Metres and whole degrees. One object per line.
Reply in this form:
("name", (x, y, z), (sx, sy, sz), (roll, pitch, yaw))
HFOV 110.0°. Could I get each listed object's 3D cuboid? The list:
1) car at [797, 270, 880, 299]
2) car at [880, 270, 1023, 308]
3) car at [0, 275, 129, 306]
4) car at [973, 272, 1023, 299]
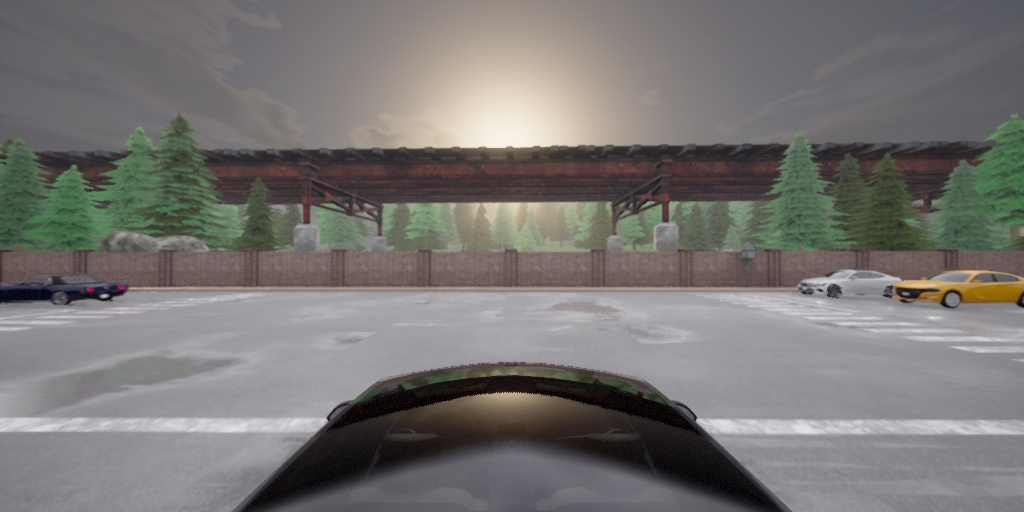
("car", (17.725, 1.432, 18.858), (4.674, 1.442, 1.812), (0, -1, 1))
("car", (19.386, 1.353, 15.359), (5.008, 1.535, 1.882), (0, -1, 1))
("car", (-20.233, 1.480, 15.845), (4.718, 1.301, 1.895), (0, -1, -1))
("car", (27.760, 1.507, 18.772), (4.718, 1.301, 1.895), (0, -1, 1))
